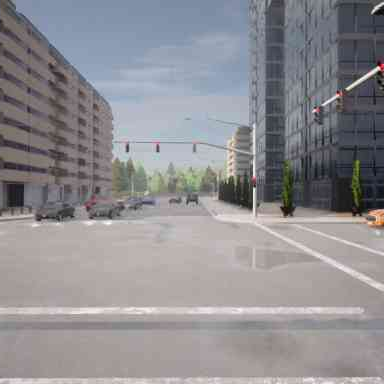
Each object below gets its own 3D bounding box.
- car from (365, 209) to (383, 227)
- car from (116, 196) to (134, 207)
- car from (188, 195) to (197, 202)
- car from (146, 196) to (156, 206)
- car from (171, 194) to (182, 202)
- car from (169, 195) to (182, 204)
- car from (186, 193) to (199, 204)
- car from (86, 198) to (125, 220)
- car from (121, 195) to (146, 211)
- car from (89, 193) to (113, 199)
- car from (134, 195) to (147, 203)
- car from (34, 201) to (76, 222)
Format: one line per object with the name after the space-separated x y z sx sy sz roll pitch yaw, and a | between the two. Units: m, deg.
13.583 1.407 21.217 4.553 1.767 2.097 0 0 0 | car
-10.741 1.478 53.612 1.882 1.535 5.008 0 0 1 | car
0.112 1.500 74.656 1.837 1.490 4.892 0 0 1 | car
-7.215 1.478 55.268 1.882 1.535 5.008 0 0 1 | car
-3.396 1.355 74.380 2.097 1.767 4.553 0 0 1 | car
-3.420 1.526 64.362 1.812 1.442 4.674 0 0 1 | car
0.068 1.224 63.489 2.150 2.045 5.566 0 0 1 | car
-7.364 1.509 28.452 1.837 1.490 4.892 0 0 0 | car
-7.391 1.491 40.484 2.128 1.511 4.902 0 0 0 | car
-10.897 1.218 39.742 2.150 2.045 5.566 0 1 0 | car
-10.479 1.417 67.798 1.812 1.442 4.674 0 0 1 | car
-10.846 1.516 26.711 1.837 1.490 4.892 0 0 -1 | car
